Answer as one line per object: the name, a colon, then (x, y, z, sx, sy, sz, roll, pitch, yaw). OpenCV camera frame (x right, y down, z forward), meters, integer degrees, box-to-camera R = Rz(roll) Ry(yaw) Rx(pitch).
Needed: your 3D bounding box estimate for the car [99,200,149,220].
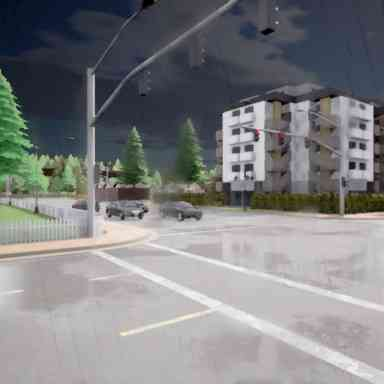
car: (-5.734, 1.487, 28.058, 2.128, 1.511, 4.902, 0, 0, -34)

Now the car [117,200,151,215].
car: (-6.131, 1.558, 34.895, 1.994, 1.385, 4.181, 0, 0, -33)

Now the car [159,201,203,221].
car: (-1.014, 1.500, 27.336, 1.837, 1.490, 4.892, 0, 0, -34)

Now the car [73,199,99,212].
car: (-11.723, 1.597, 36.906, 1.895, 1.301, 4.718, 0, 0, -34)

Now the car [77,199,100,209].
car: (-14.928, 1.661, 48.004, 1.895, 1.301, 4.718, 0, 0, -34)
